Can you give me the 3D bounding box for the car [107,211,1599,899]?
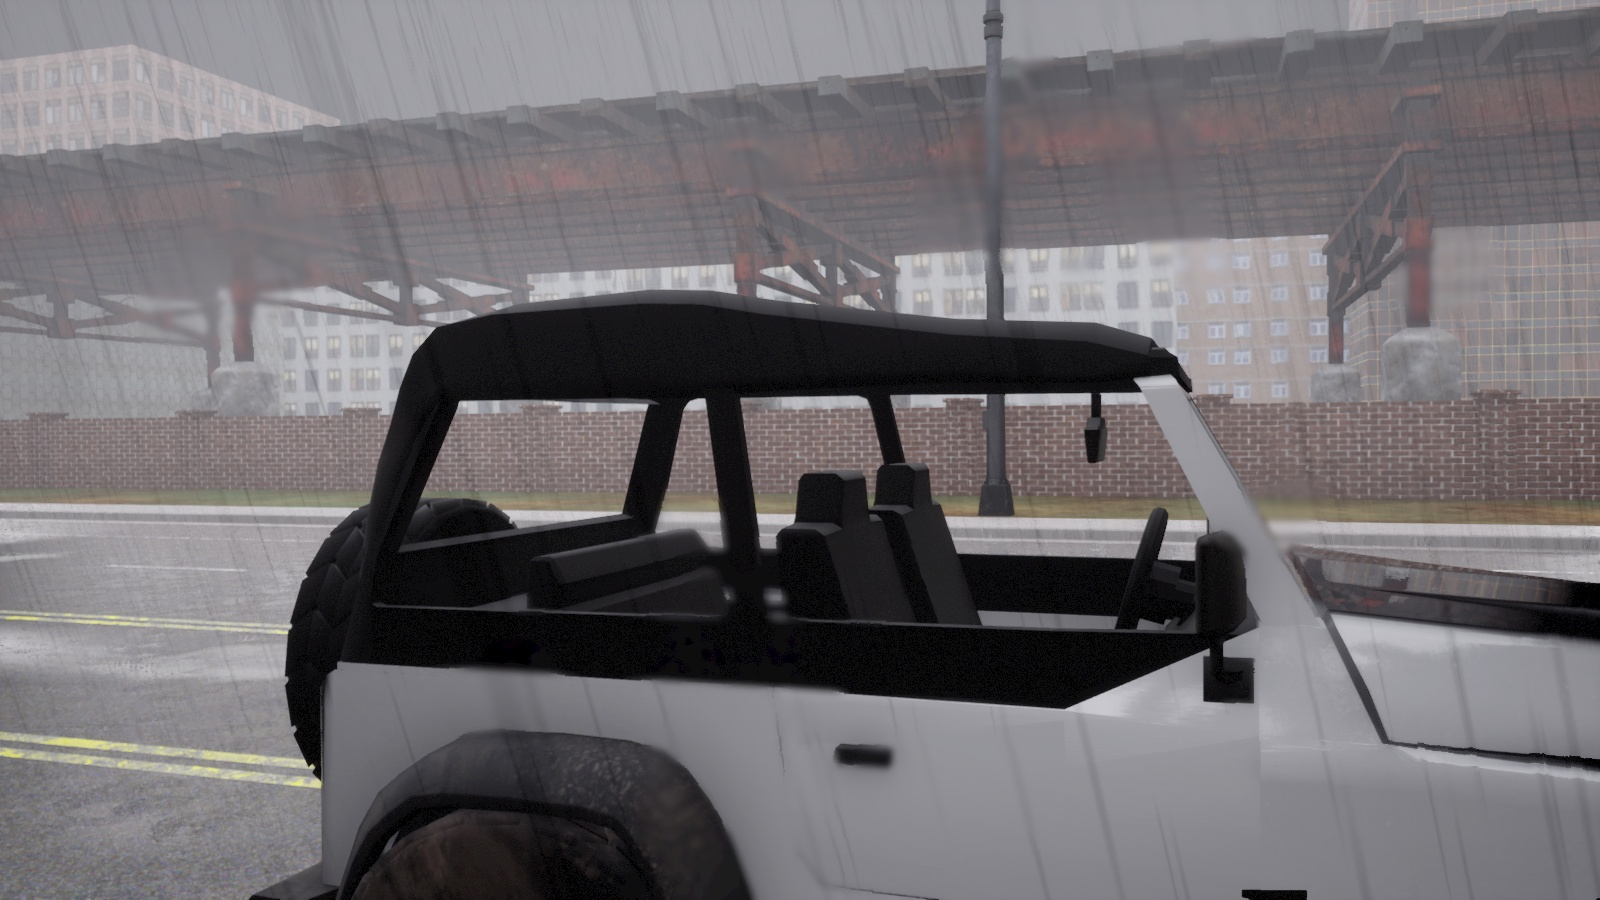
[{"bbox_3d":[0.666,0.581,2.966,3.866,1.878,1.905,0,1,19],"label":"car"}]
